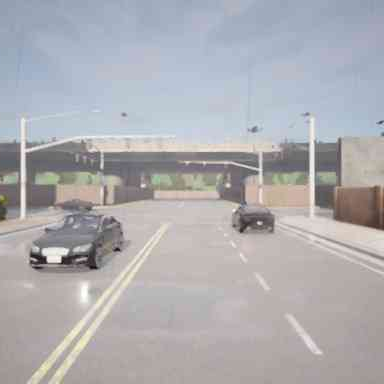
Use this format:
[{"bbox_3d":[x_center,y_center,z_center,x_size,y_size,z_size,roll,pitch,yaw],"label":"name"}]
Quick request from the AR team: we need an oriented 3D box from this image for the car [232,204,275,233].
[{"bbox_3d":[3.494,1.456,19.612,1.882,1.535,5.008,0,0,0],"label":"car"}]

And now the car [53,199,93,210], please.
[{"bbox_3d":[-13.395,1.475,37.609,4.181,1.385,1.994,1,0,8],"label":"car"}]

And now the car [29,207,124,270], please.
[{"bbox_3d":[-3.559,1.479,11.078,2.128,1.511,4.902,0,0,0],"label":"car"}]
